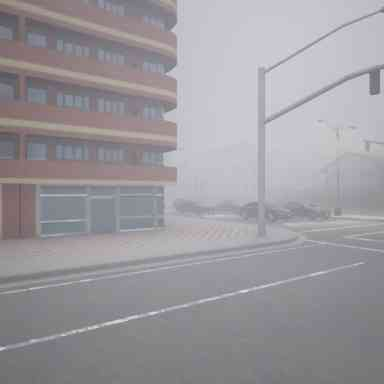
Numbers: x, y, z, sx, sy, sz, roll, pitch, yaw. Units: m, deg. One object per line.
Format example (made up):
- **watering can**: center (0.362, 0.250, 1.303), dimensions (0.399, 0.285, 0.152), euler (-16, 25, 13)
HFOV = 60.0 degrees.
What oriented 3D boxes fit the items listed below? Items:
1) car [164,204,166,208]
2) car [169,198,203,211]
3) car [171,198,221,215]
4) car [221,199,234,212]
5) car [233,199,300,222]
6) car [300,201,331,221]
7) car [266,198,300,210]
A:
- **car**: center (-5.392, 1.547, 43.038), dimensions (2.033, 1.411, 5.357), euler (0, 0, -34)
- **car**: center (-0.839, 1.505, 42.595), dimensions (1.837, 1.490, 4.892), euler (0, 0, -35)
- **car**: center (0.321, 1.545, 34.738), dimensions (2.033, 1.411, 5.357), euler (0, 0, -34)
- **car**: center (4.344, 1.526, 35.085), dimensions (1.812, 1.442, 4.674), euler (0, 0, -34)
- **car**: center (5.844, 1.505, 26.709), dimensions (1.837, 1.490, 4.892), euler (0, 0, -34)
- **car**: center (9.279, 1.526, 27.914), dimensions (1.812, 1.442, 4.674), euler (0, 0, -34)
- **car**: center (12.096, 1.564, 44.442), dimensions (1.994, 1.385, 4.181), euler (0, 0, -35)
